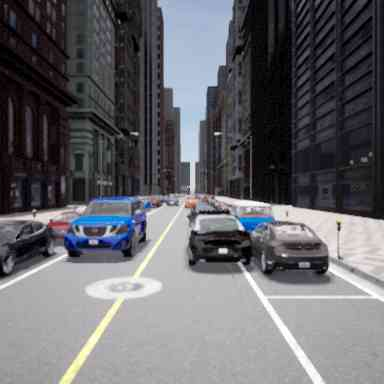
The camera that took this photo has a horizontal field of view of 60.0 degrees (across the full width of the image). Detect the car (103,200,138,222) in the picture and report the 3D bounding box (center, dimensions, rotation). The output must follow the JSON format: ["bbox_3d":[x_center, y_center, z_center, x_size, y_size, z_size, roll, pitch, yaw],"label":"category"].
[{"bbox_3d":[-5.758,1.465,27.254,1.967,1.590,4.097,0,0,0],"label":"car"}]

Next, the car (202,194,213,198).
[{"bbox_3d":[2.772,1.383,55.449,2.192,1.841,5.009,0,0,0],"label":"car"}]

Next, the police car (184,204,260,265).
[{"bbox_3d":[0.778,1.435,11.828,1.930,1.638,5.238,0,0,-2],"label":"police car"}]

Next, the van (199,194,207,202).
[{"bbox_3d":[2.778,1.469,83.630,1.690,1.788,3.998,0,0,0],"label":"van"}]

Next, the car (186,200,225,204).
[{"bbox_3d":[0.791,1.496,21.722,1.882,1.535,5.008,0,0,-2],"label":"car"}]

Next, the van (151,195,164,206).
[{"bbox_3d":[-5.753,1.410,55.436,1.690,1.788,3.998,0,0,0],"label":"van"}]

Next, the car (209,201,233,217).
[{"bbox_3d":[2.768,1.583,32.904,2.008,1.369,4.403,0,0,0],"label":"car"}]

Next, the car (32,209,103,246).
[{"bbox_3d":[-5.760,1.594,15.980,1.802,1.307,4.206,0,0,0],"label":"car"}]

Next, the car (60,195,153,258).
[{"bbox_3d":[-3.098,1.231,13.236,2.150,2.045,5.566,0,0,0],"label":"car"}]

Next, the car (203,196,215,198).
[{"bbox_3d":[2.770,1.594,44.176,1.887,1.381,4.507,0,0,0],"label":"car"}]

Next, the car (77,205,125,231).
[{"bbox_3d":[-5.759,1.584,21.617,1.947,1.339,4.313,0,0,0],"label":"car"}]

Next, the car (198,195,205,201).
[{"bbox_3d":[2.780,1.595,94.903,1.967,1.590,4.097,0,0,0],"label":"car"}]

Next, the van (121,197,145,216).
[{"bbox_3d":[-5.758,1.374,32.890,1.690,1.788,3.998,0,0,0],"label":"van"}]

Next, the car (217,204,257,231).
[{"bbox_3d":[2.766,1.569,21.631,2.008,1.369,4.403,0,0,0],"label":"car"}]

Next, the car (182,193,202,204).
[{"bbox_3d":[0.021,1.409,48.873,2.097,1.767,4.553,0,0,0],"label":"car"}]

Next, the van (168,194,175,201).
[{"bbox_3d":[-5.745,1.496,94.893,1.690,1.788,3.998,0,0,0],"label":"van"}]

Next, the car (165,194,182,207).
[{"bbox_3d":[-3.070,1.554,53.096,2.128,1.511,4.902,0,0,0],"label":"car"}]

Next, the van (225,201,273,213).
[{"bbox_3d":[2.764,1.353,15.995,1.690,1.788,3.998,0,0,0],"label":"van"}]

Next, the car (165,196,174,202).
[{"bbox_3d":[-5.747,1.694,83.619,1.947,1.339,4.313,0,0,0],"label":"car"}]

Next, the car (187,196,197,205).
[{"bbox_3d":[0.014,1.587,62.816,1.837,1.490,4.892,0,0,0],"label":"car"}]

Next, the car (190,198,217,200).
[{"bbox_3d":[0.906,1.532,27.744,1.837,1.490,4.892,0,0,0],"label":"car"}]

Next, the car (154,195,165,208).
[{"bbox_3d":[-5.754,1.374,49.799,2.192,1.841,5.009,0,0,0],"label":"car"}]

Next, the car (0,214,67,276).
[{"bbox_3d":[-5.761,1.573,10.343,1.947,1.339,4.313,0,0,0],"label":"car"}]

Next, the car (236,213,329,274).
[{"bbox_3d":[2.764,1.558,10.359,2.008,1.369,4.403,0,0,0],"label":"car"}]

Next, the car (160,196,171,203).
[{"bbox_3d":[-5.749,1.647,72.346,1.887,1.381,4.507,0,0,0],"label":"car"}]

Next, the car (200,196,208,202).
[{"bbox_3d":[2.777,1.640,78.164,1.752,1.417,4.829,0,0,0],"label":"car"}]
